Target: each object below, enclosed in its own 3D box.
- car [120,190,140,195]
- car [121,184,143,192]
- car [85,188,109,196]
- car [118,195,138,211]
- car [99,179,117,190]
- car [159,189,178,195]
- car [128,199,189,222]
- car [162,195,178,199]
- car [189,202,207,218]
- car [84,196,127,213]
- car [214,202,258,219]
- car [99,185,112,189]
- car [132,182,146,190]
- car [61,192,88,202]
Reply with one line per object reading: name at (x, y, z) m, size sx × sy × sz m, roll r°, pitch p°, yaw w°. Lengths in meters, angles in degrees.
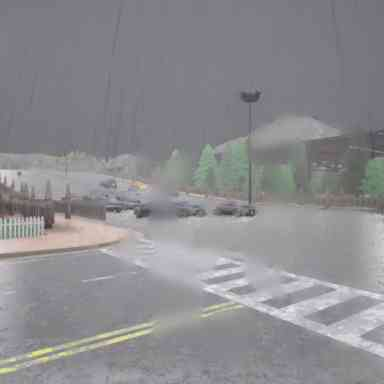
car at (-9.106, 1.030, 46.821) m, size 1.882 × 1.535 × 5.008 m, roll 0°, pitch 3°, yaw -37°
car at (-11.517, -0.063, 61.984) m, size 1.895 × 1.301 × 4.718 m, roll 0°, pitch 7°, yaw -37°
car at (-14.114, 0.652, 47.652) m, size 2.097 × 1.767 × 4.553 m, roll 0°, pitch 5°, yaw -37°
car at (-7.468, 1.451, 38.837) m, size 1.994 × 1.385 × 4.181 m, roll 0°, pitch 2°, yaw -37°
car at (-17.640, -1.706, 70.007) m, size 2.150 × 2.045 × 5.566 m, roll 0°, pitch 7°, yaw -37°
car at (-4.551, 0.086, 64.369) m, size 2.128 × 1.511 × 4.902 m, roll 0°, pitch 6°, yaw -37°
car at (-2.867, 1.546, 26.985) m, size 2.033 × 1.411 × 5.357 m, roll 0°, pitch 0°, yaw -37°
car at (-2.621, 1.442, 38.238) m, size 1.882 × 1.535 × 5.008 m, roll 0°, pitch 1°, yaw -37°
car at (-0.513, 1.559, 29.675) m, size 1.994 × 1.385 × 4.181 m, roll 0°, pitch 0°, yaw -37°
car at (-9.309, 1.476, 35.472) m, size 2.033 × 1.411 × 5.357 m, roll 0°, pitch 1°, yaw -37°
car at (3.868, 1.561, 29.703) m, size 1.994 × 1.385 × 4.181 m, roll 0°, pitch 0°, yaw -37°
car at (-15.453, 0.170, 55.341) m, size 1.837 × 1.490 × 4.892 m, roll 0°, pitch 6°, yaw -37°
car at (-11.943, -1.425, 74.037) m, size 1.882 × 1.535 × 5.008 m, roll 0°, pitch 7°, yaw -37°
car at (-15.927, 0.926, 44.237) m, size 1.837 × 1.490 × 4.892 m, roll 0°, pitch 4°, yaw -37°
